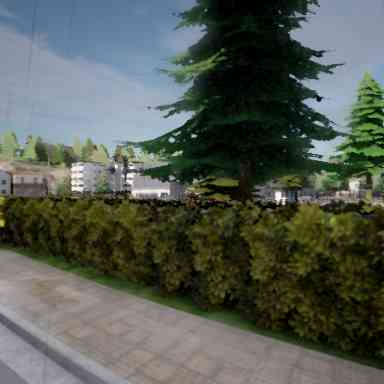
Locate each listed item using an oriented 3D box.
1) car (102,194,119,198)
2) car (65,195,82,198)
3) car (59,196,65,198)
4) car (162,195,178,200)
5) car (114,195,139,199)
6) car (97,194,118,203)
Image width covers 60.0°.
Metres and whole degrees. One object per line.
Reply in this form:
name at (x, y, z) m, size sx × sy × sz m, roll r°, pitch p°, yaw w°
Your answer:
car at (-15.749, 1.448, 69.496) m, size 1.932 × 1.855 × 4.605 m, roll 0°, pitch 0°, yaw 44°
car at (-27.229, 1.597, 80.213) m, size 2.152 × 1.636 × 5.027 m, roll 0°, pitch 0°, yaw 44°
car at (-32.030, 1.714, 84.482) m, size 1.970 × 1.475 × 3.806 m, roll 0°, pitch 0°, yaw 44°
car at (-2.169, 1.380, 36.843) m, size 2.150 × 2.045 × 5.566 m, roll 0°, pitch 0°, yaw 44°
car at (-9.926, 1.643, 53.164) m, size 1.970 × 1.475 × 3.806 m, roll 0°, pitch 0°, yaw 44°
car at (-18.109, 1.445, 71.240) m, size 1.905 × 1.878 × 3.866 m, roll 0°, pitch 0°, yaw 44°
